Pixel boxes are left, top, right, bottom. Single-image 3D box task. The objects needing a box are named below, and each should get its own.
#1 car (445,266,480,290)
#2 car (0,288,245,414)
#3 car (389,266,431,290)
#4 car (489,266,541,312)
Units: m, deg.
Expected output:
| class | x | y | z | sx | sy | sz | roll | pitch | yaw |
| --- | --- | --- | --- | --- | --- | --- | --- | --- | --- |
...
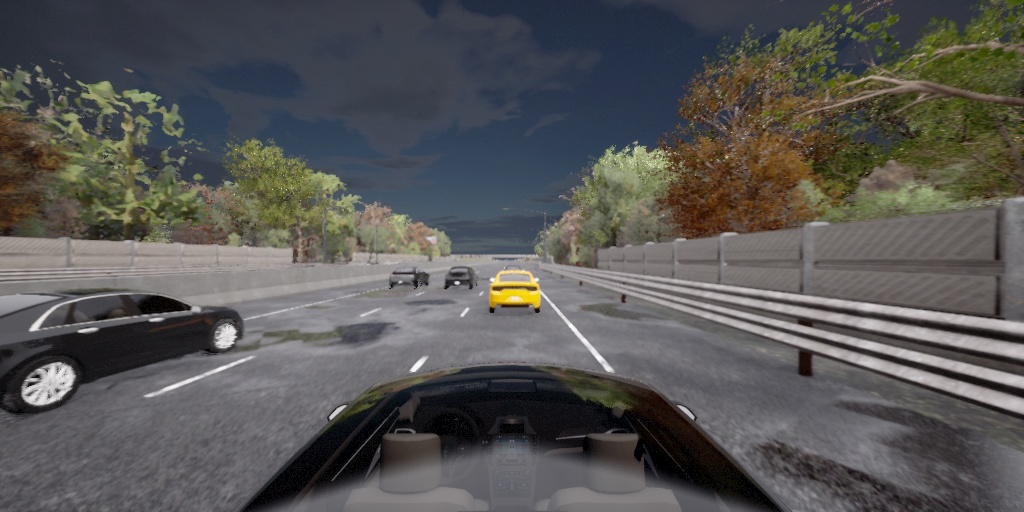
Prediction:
| class | x | y | z | sx | sy | sz | roll | pitch | yaw |
| --- | --- | --- | --- | --- | --- | --- | --- | --- | --- |
| car | -3.402 | 1.449 | 24.696 | 1.837 | 1.490 | 4.892 | 0 | -1 | 0 |
| car | -6.900 | 1.290 | 6.044 | 1.837 | 1.490 | 4.892 | 0 | 0 | 0 |
| car | -6.900 | 1.435 | 24.602 | 2.128 | 1.511 | 4.902 | 0 | -1 | 0 |
| car | 0.107 | 1.335 | 14.860 | 1.882 | 1.535 | 5.008 | 0 | 0 | 0 |
